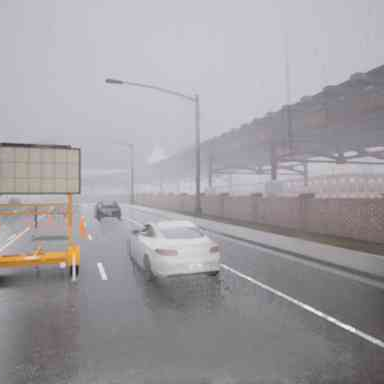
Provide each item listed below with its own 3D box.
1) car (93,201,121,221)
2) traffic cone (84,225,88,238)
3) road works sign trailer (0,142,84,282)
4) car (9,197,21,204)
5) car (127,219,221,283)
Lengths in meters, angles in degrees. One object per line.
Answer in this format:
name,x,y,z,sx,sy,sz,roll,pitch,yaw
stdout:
car,-7.007,1.483,27.451,2.128,1.511,4.902,0,0,-20
traffic cone,-5.331,1.951,16.445,0.340,0.580,0.340,0,0,-20
road works sign trailer,-4.385,0.463,9.351,2.380,3.560,2.880,0,0,-20
car,-30.786,1.614,57.911,2.033,1.411,5.357,0,-1,-29
car,-0.693,1.521,9.714,1.812,1.442,4.674,0,0,-20
